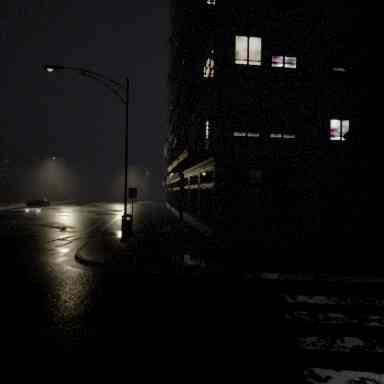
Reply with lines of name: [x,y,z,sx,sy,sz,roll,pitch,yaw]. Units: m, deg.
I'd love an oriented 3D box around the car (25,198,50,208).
car: [-21.165,1.490,45.811,1.895,1.301,4.718,1,0,-6]
